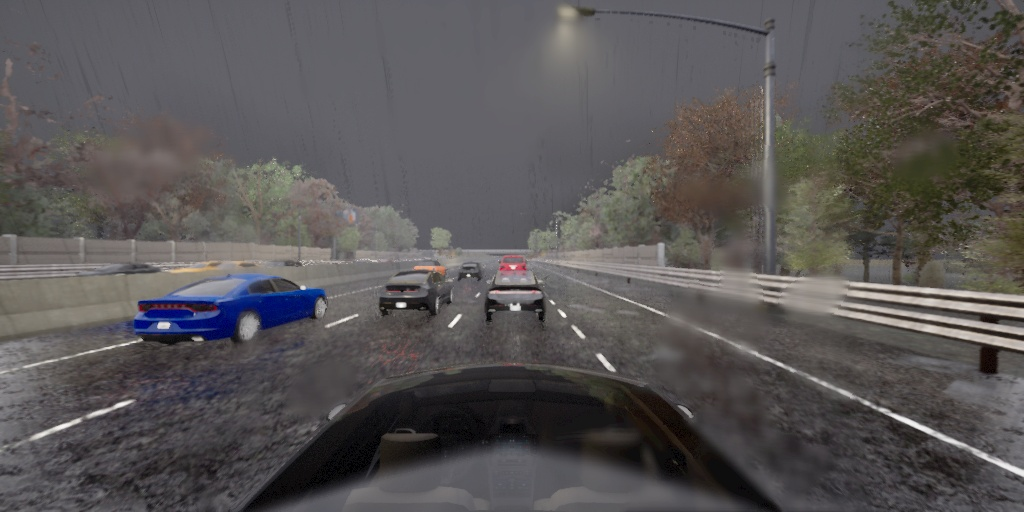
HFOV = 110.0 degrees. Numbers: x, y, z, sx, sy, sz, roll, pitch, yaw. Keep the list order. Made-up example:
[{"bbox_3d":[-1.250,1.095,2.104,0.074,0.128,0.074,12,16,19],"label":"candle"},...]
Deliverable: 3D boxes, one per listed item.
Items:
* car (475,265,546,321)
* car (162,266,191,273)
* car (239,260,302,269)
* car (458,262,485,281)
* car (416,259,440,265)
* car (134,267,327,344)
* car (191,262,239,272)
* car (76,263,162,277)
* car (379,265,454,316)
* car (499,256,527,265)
[{"bbox_3d":[0.096,1.245,12.456,2.128,1.511,4.902,0,0,0],"label":"car"},{"bbox_3d":[-24.602,1.244,28.844,1.882,1.535,5.008,0,0,0],"label":"car"},{"bbox_3d":[-17.603,1.117,27.009,2.097,1.767,4.553,0,0,0],"label":"car"},{"bbox_3d":[-3.407,1.274,30.519,1.837,1.490,4.892,0,0,0],"label":"car"},{"bbox_3d":[-6.907,1.121,30.253,2.097,1.767,4.553,0,0,0],"label":"car"},{"bbox_3d":[-6.903,1.230,9.593,1.882,1.535,5.008,0,0,0],"label":"car"},{"bbox_3d":[-21.103,1.242,27.352,1.882,1.535,5.008,0,0,0],"label":"car"},{"bbox_3d":[-28.102,1.267,25.828,1.837,1.490,4.892,0,0,0],"label":"car"},{"bbox_3d":[-3.403,1.259,13.428,1.837,1.490,4.892,0,0,0],"label":"car"},{"bbox_3d":[0.092,0.990,29.686,2.150,2.045,5.566,0,0,0],"label":"car"}]
